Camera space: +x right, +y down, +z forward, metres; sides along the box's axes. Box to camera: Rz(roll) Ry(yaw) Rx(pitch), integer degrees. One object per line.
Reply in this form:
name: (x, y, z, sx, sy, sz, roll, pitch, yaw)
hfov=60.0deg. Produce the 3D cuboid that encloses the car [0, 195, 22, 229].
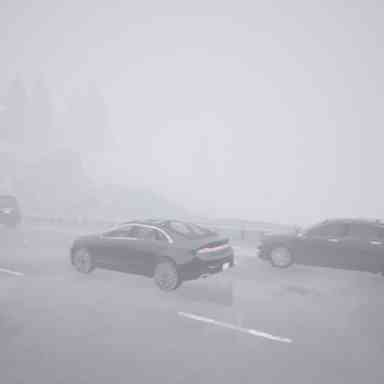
car: (-12.622, 1.200, 19.883, 5.566, 2.045, 2.150, 0, 0, 29)

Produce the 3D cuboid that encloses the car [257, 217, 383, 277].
car: (4.251, 1.483, 9.428, 4.892, 1.490, 1.837, 0, 0, 35)

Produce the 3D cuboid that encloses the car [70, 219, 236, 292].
car: (-1.241, 1.477, 8.912, 4.902, 1.511, 2.128, 0, 0, 34)
